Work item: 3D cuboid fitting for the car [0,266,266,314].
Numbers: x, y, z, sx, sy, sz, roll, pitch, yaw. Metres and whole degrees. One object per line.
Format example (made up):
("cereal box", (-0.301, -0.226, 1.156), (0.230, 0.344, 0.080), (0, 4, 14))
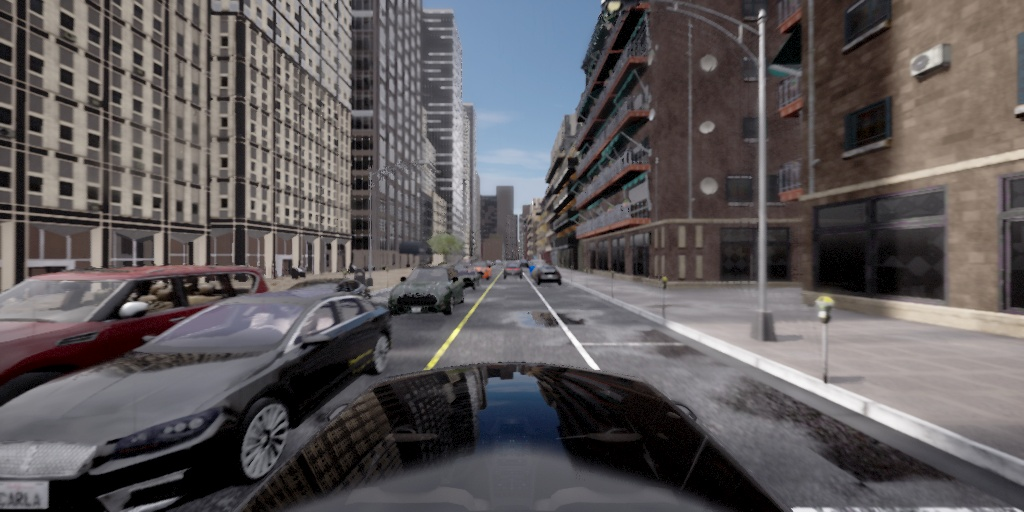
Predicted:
("car", (-5.692, 1.084, 5.224), (2.192, 1.841, 5.009), (0, 0, 0))

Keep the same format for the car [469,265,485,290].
("car", (-3.095, 1.474, 23.607), (1.895, 1.301, 4.718), (0, 0, 0))

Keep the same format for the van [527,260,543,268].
("van", (2.686, 1.302, 38.361), (1.690, 1.789, 3.998), (0, 0, 0))

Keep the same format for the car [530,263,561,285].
("car", (2.687, 1.460, 27.315), (1.948, 1.339, 4.313), (0, 0, 0))

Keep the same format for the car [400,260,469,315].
("car", (-3.099, 1.170, 13.890), (2.097, 1.767, 4.553), (0, 0, 0))

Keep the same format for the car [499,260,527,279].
("car", (0.097, 1.436, 35.581), (2.128, 1.511, 4.902), (0, 0, 0))

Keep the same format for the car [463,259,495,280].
("car", (-3.051, 1.284, 33.625), (2.097, 1.767, 4.553), (0, 0, 1))

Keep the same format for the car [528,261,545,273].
("car", (2.686, 1.453, 33.008), (1.751, 1.417, 4.829), (0, 0, 0))

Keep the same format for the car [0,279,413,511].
("car", (-3.101, 1.258, 4.712), (2.128, 1.511, 4.902), (0, 0, 0))
